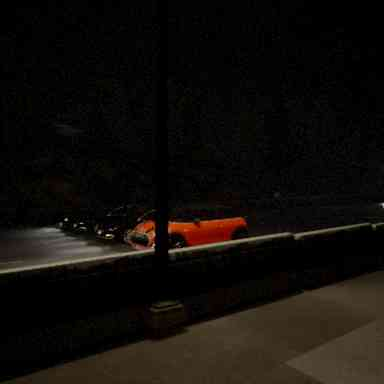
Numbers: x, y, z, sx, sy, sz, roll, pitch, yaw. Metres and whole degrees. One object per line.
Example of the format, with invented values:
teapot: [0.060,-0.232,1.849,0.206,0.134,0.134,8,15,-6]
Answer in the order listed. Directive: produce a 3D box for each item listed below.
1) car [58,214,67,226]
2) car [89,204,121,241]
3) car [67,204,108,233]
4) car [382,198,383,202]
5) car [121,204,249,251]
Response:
car: [-5.681,1.492,21.435,5.357,1.411,2.033,-1,0,-35]
car: [-1.939,1.453,15.505,4.892,1.490,1.837,-1,0,-35]
car: [-3.980,1.453,18.348,4.892,1.490,1.837,-1,0,-35]
car: [28.244,0.820,45.584,5.357,1.411,2.033,-2,1,-35]
car: [-0.028,1.302,12.570,4.553,1.767,2.097,-1,0,-35]
